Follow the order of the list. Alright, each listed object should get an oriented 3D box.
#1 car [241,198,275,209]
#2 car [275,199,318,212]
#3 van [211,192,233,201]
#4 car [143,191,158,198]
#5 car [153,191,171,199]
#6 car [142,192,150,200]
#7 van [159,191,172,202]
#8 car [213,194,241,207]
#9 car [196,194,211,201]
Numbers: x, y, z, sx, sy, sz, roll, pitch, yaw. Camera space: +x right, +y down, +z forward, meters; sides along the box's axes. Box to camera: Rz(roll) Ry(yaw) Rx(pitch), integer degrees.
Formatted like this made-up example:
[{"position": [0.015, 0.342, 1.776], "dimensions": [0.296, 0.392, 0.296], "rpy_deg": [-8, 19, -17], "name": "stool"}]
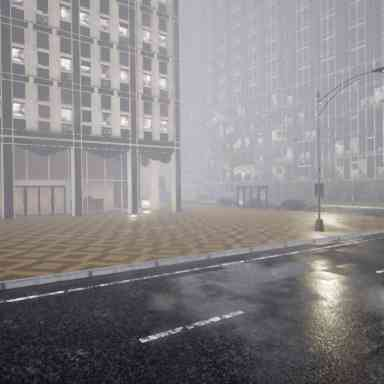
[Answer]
[{"position": [8.411, 1.388, 40.559], "dimensions": [1.802, 1.307, 4.206], "rpy_deg": [0, 1, -34], "name": "car"}, {"position": [11.615, 1.424, 35.862], "dimensions": [1.947, 1.339, 4.313], "rpy_deg": [0, 1, -34], "name": "car"}, {"position": [5.757, 0.855, 59.415], "dimensions": [1.690, 1.788, 3.998], "rpy_deg": [0, 1, -34], "name": "van"}, {"position": [-10.333, 0.686, 82.840], "dimensions": [1.967, 1.590, 4.097], "rpy_deg": [0, 1, -34], "name": "car"}, {"position": [-7.115, 0.615, 78.154], "dimensions": [2.192, 1.841, 5.009], "rpy_deg": [0, 1, -34], "name": "car"}, {"position": [-10.804, 1.039, 68.729], "dimensions": [2.008, 1.369, 4.403], "rpy_deg": [0, 1, -34], "name": "car"}, {"position": [-4.368, 0.937, 59.357], "dimensions": [1.690, 1.788, 3.998], "rpy_deg": [0, 1, -34], "name": "van"}, {"position": [5.241, 1.319, 45.276], "dimensions": [1.947, 1.339, 4.313], "rpy_deg": [0, 1, -34], "name": "car"}, {"position": [2.540, 1.043, 64.103], "dimensions": [1.802, 1.307, 4.206], "rpy_deg": [0, 1, -34], "name": "car"}]
